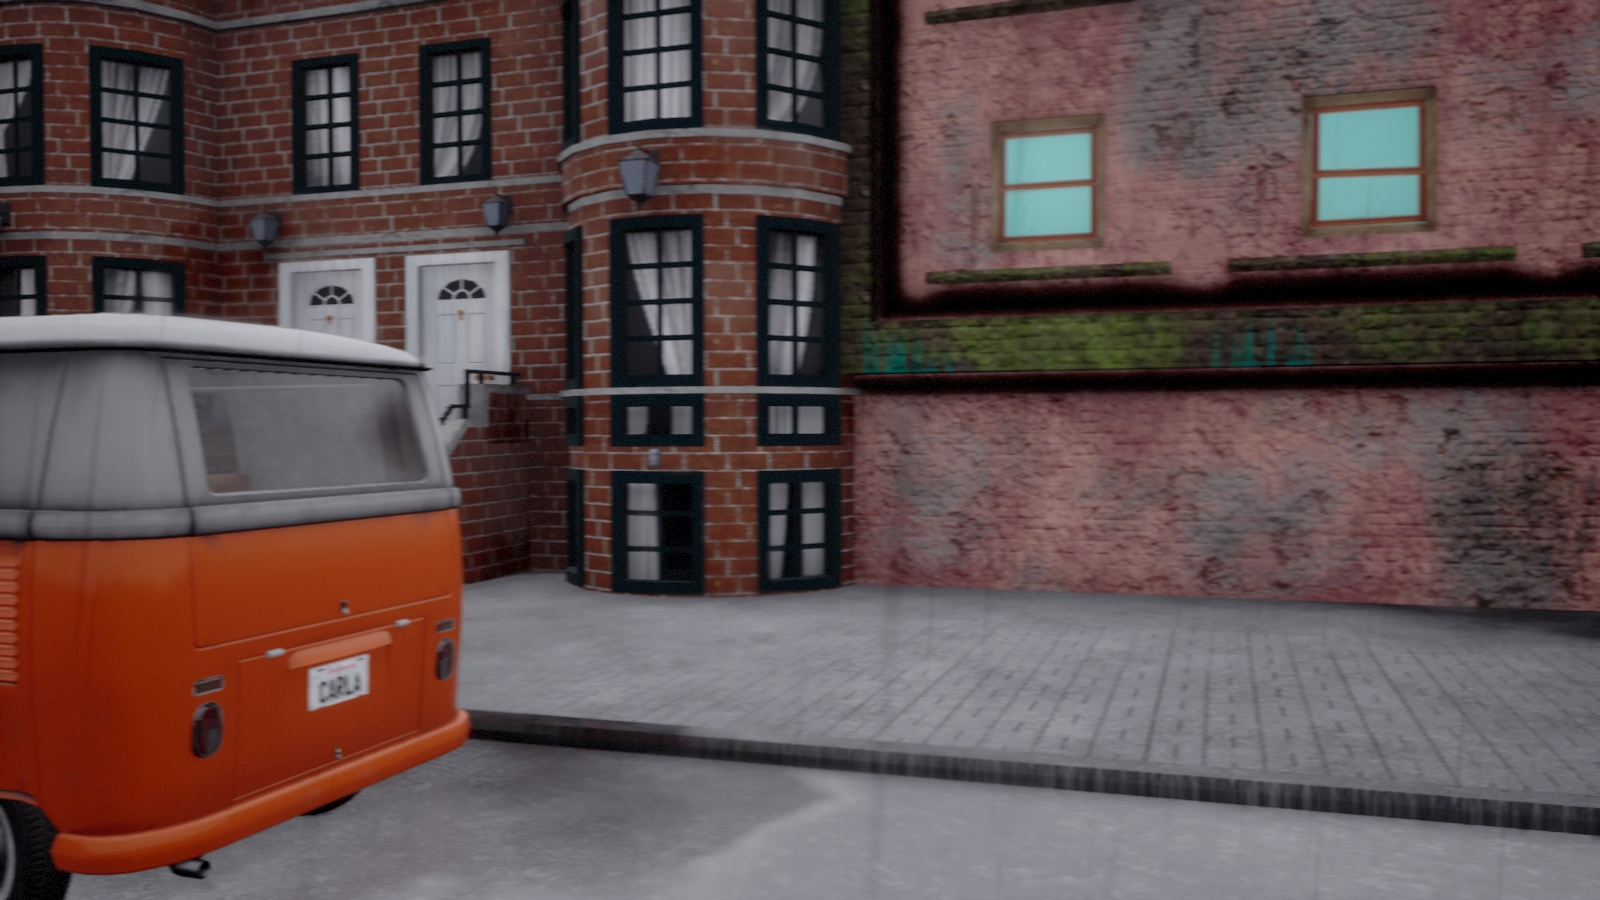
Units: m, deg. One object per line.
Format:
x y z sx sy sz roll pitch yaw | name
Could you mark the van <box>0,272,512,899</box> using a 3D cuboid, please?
-3.542 0.489 4.906 4.442 1.987 1.775 1 1 19 | van
